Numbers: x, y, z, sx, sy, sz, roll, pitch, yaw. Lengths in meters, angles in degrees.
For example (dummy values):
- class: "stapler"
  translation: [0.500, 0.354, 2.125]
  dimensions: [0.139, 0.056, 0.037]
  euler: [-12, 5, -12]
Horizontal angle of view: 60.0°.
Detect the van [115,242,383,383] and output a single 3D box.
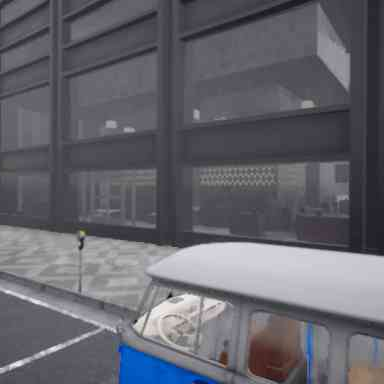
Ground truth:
- class: "van"
  translation: [1.248, 1.341, 2.069]
  dimensions: [3.998, 1.788, 1.690]
  euler: [0, 0, 36]
